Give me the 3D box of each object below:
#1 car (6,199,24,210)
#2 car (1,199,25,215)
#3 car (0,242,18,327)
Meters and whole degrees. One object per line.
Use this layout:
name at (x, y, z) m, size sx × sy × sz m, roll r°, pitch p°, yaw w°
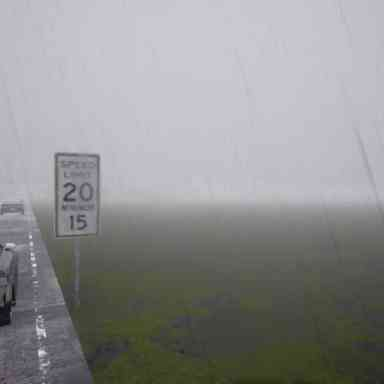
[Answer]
car at (-22.649, 1.558, 42.763) m, size 1.895 × 1.301 × 4.718 m, roll 0°, pitch 0°, yaw -26°
car at (-17.919, 1.455, 33.393) m, size 1.882 × 1.535 × 5.008 m, roll 0°, pitch 0°, yaw -26°
car at (-4.554, 1.562, 6.526) m, size 1.994 × 1.385 × 4.181 m, roll 0°, pitch 0°, yaw -27°
